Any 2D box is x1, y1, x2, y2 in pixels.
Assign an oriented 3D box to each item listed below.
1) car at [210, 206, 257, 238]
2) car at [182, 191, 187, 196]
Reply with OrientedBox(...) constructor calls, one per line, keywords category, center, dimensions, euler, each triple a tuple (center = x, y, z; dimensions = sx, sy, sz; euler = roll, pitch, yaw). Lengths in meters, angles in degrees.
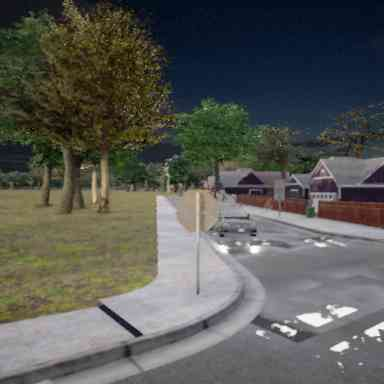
OrientedBox(category="car", center=(2.083, 1.517, 17.900), dimensions=(1.812, 1.442, 4.674), euler=(0, 0, -6))
OrientedBox(category="car", center=(-0.875, 0.795, 73.104), dimensions=(2.150, 2.045, 5.566), euler=(0, 1, -6))
